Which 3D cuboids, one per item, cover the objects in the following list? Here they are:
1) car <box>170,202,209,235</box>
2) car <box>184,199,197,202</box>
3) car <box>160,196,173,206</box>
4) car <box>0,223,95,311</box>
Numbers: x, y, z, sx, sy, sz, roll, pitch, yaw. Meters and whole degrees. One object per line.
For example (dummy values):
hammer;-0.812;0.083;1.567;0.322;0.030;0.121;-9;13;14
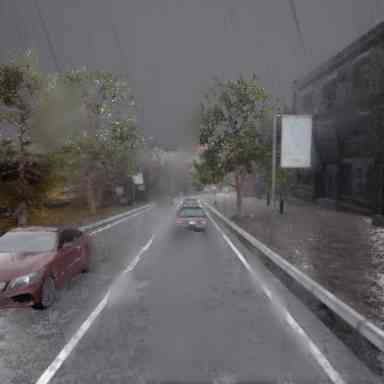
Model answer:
car;-0.026;1.520;18.423;2.033;1.411;5.357;0;0;0
car;-0.169;1.491;37.987;2.033;1.411;5.357;0;0;0
car;-3.931;1.408;51.587;1.882;1.535;5.008;0;0;0
car;-3.647;1.521;7.890;1.812;1.442;4.674;0;0;0
